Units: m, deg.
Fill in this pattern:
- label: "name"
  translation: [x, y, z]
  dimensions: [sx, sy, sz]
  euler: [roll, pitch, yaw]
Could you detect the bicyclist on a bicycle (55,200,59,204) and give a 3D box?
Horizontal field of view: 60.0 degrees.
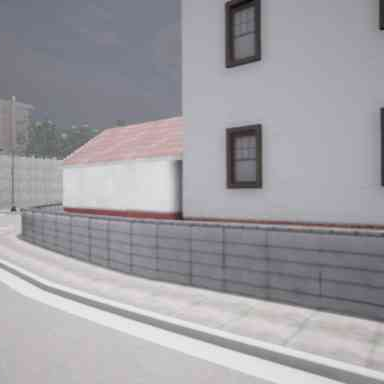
- label: "bicyclist on a bicycle"
  translation: [-13.235, 1.610, 32.692]
  dimensions: [1.656, 1.620, 0.582]
  euler: [-1, 0, 2]
